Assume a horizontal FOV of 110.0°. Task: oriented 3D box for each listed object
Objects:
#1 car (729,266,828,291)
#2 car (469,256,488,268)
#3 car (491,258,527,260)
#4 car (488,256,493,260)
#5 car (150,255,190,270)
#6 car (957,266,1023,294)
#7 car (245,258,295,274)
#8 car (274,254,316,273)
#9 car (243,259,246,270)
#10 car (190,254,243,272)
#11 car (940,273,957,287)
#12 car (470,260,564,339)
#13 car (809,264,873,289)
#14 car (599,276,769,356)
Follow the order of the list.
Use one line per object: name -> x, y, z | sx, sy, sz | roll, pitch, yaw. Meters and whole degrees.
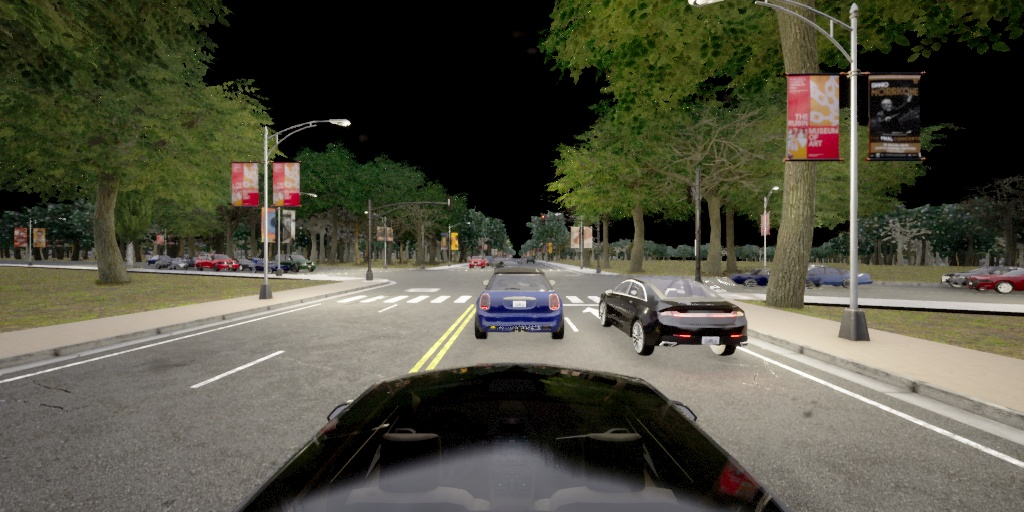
car -> 16.742, 1.464, 22.982 | 4.718, 1.301, 1.895 | 0, 0, 24
car -> -5.587, 0.978, 58.009 | 2.150, 2.045, 5.566 | 0, 0, 1
car -> -0.426, 1.244, 39.160 | 1.837, 1.490, 4.892 | -1, 0, -20
car -> -2.290, 1.109, 59.495 | 2.097, 1.767, 4.553 | 0, 0, 1
car -> -44.261, 1.021, 46.700 | 4.902, 1.511, 2.128 | 0, 0, 24
car -> 30.139, 1.414, 20.753 | 5.008, 1.535, 1.882 | 0, 0, 24
car -> -26.006, 1.225, 38.514 | 4.718, 1.301, 1.895 | 0, 0, 27
car -> -25.511, 0.840, 41.870 | 5.566, 2.045, 2.150 | 0, 0, 24
car -> -34.670, 1.074, 45.965 | 4.892, 1.490, 1.837 | 0, 0, 24
car -> -35.070, 0.797, 42.575 | 5.566, 2.045, 2.150 | 0, 0, 24
car -> 31.836, 1.430, 23.553 | 4.902, 1.511, 2.128 | 0, 0, 24
car -> 0.199, 1.102, 10.192 | 2.097, 1.767, 4.553 | 0, 0, 1
car -> 21.158, 1.429, 24.790 | 5.357, 1.411, 2.033 | 0, 0, 21
car -> 3.434, 1.241, 8.602 | 2.128, 1.511, 4.902 | 0, 0, 0
